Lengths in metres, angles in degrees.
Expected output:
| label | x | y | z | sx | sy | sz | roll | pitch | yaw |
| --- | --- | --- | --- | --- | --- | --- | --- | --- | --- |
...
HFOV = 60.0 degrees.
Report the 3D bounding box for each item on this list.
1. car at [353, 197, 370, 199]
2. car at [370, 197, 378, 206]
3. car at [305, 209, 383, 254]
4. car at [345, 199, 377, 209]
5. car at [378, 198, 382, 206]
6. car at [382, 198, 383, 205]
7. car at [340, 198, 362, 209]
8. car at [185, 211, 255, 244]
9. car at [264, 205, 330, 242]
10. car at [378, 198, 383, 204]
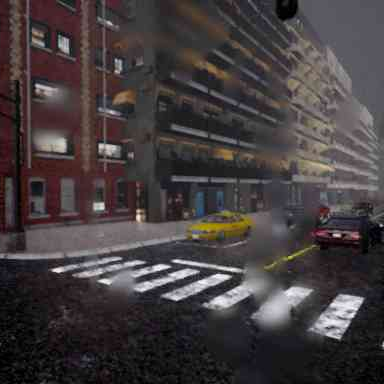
| label | x | y | z | sx | sy | sz | roll | pitch | yaw |
| --- | --- | --- | --- | --- | --- | --- | --- | --- | --- |
| car | 24.330 | 1.683 | 49.093 | 2.192 | 1.841 | 5.009 | -1 | -1 | 35 |
| car | 30.820 | 1.986 | 58.377 | 1.887 | 1.381 | 4.507 | -1 | -1 | 35 |
| car | 6.848 | 1.661 | 14.215 | 2.033 | 1.411 | 5.357 | 0 | 0 | 38 |
| car | 18.296 | 1.782 | 35.861 | 1.837 | 1.490 | 4.892 | 0 | -1 | 35 |
| car | 34.061 | 1.791 | 63.023 | 2.192 | 1.841 | 5.009 | -1 | -1 | 35 |
| car | 40.551 | 2.090 | 72.308 | 1.887 | 1.381 | 4.507 | -1 | -1 | 35 |
| car | 20.991 | 1.855 | 44.306 | 1.752 | 1.417 | 4.829 | -1 | -1 | 35 |
| car | 1.529 | 1.626 | 16.444 | 1.752 | 1.417 | 4.829 | -1 | -1 | 35 |
| car | 5.384 | 1.615 | 17.415 | 2.128 | 1.511 | 4.902 | 0 | 0 | 35 |
| car | 47.040 | 2.177 | 81.597 | 1.947 | 1.339 | 4.313 | -1 | -1 | 35 |
